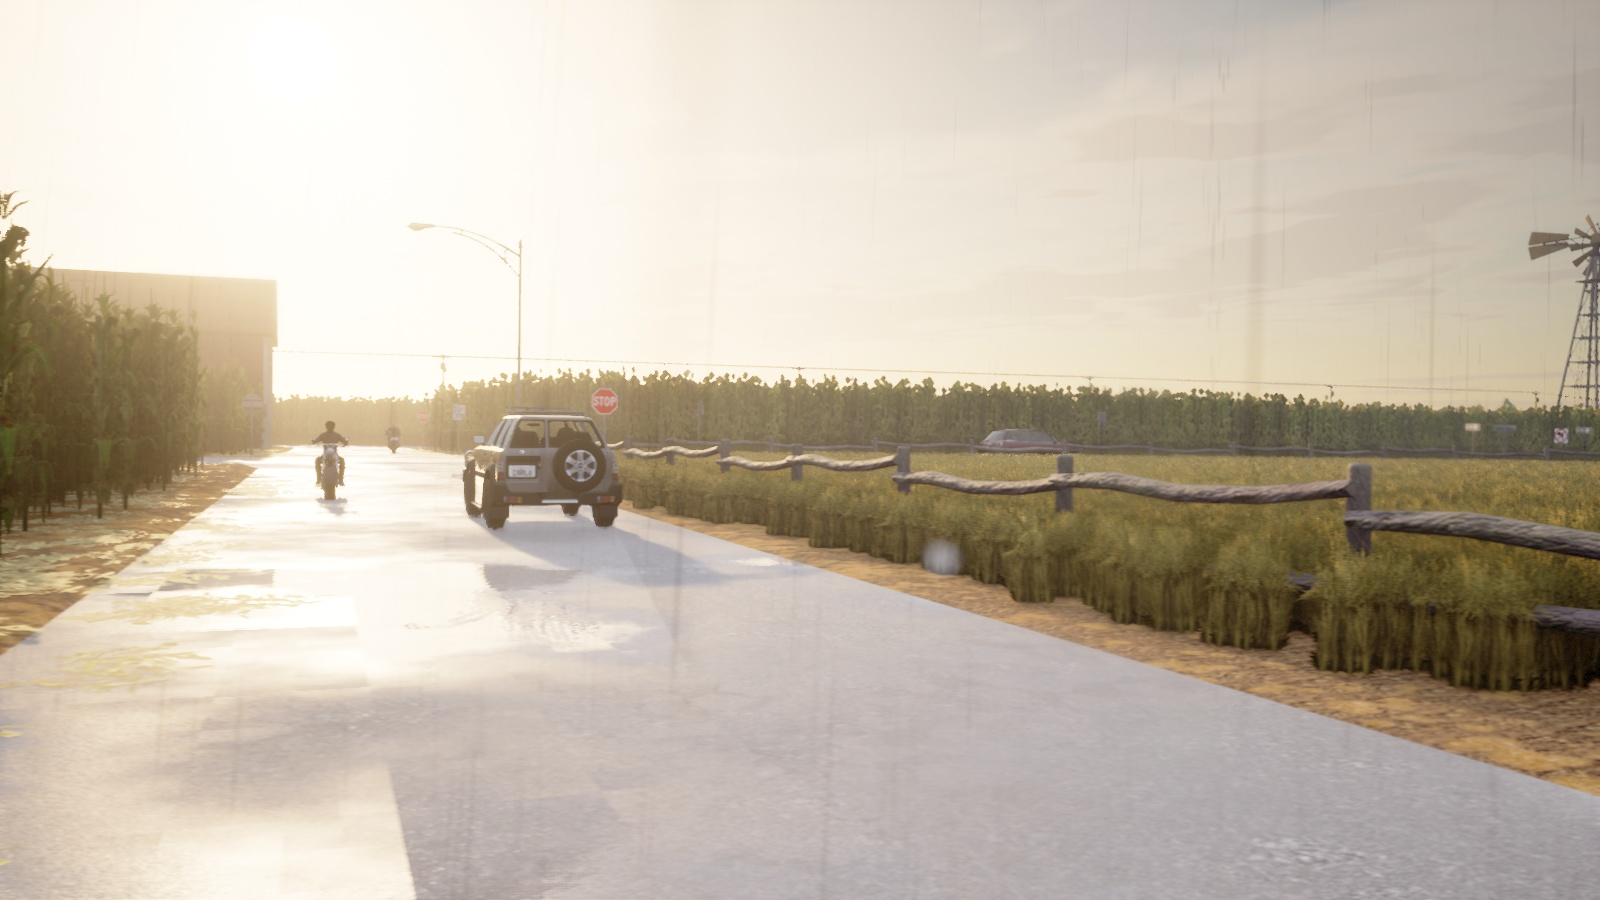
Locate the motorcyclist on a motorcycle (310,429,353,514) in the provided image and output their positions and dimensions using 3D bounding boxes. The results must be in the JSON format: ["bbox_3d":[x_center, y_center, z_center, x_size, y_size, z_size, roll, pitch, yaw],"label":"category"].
[{"bbox_3d":[-9.607,0.407,25.748,0.766,1.649,2.350,-1,1,-21],"label":"motorcyclist on a motorcycle"}]

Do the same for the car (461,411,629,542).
[{"bbox_3d":[-4.236,0.340,20.285,1.932,1.855,4.605,-1,1,-21],"label":"car"}]

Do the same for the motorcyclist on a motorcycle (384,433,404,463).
[{"bbox_3d":[-20.615,-0.099,63.717,0.866,1.530,2.191,-1,0,-21],"label":"motorcyclist on a motorcycle"}]

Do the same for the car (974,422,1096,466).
[{"bbox_3d":[9.794,-0.265,52.413,4.553,1.767,2.097,0,1,-20],"label":"car"}]
